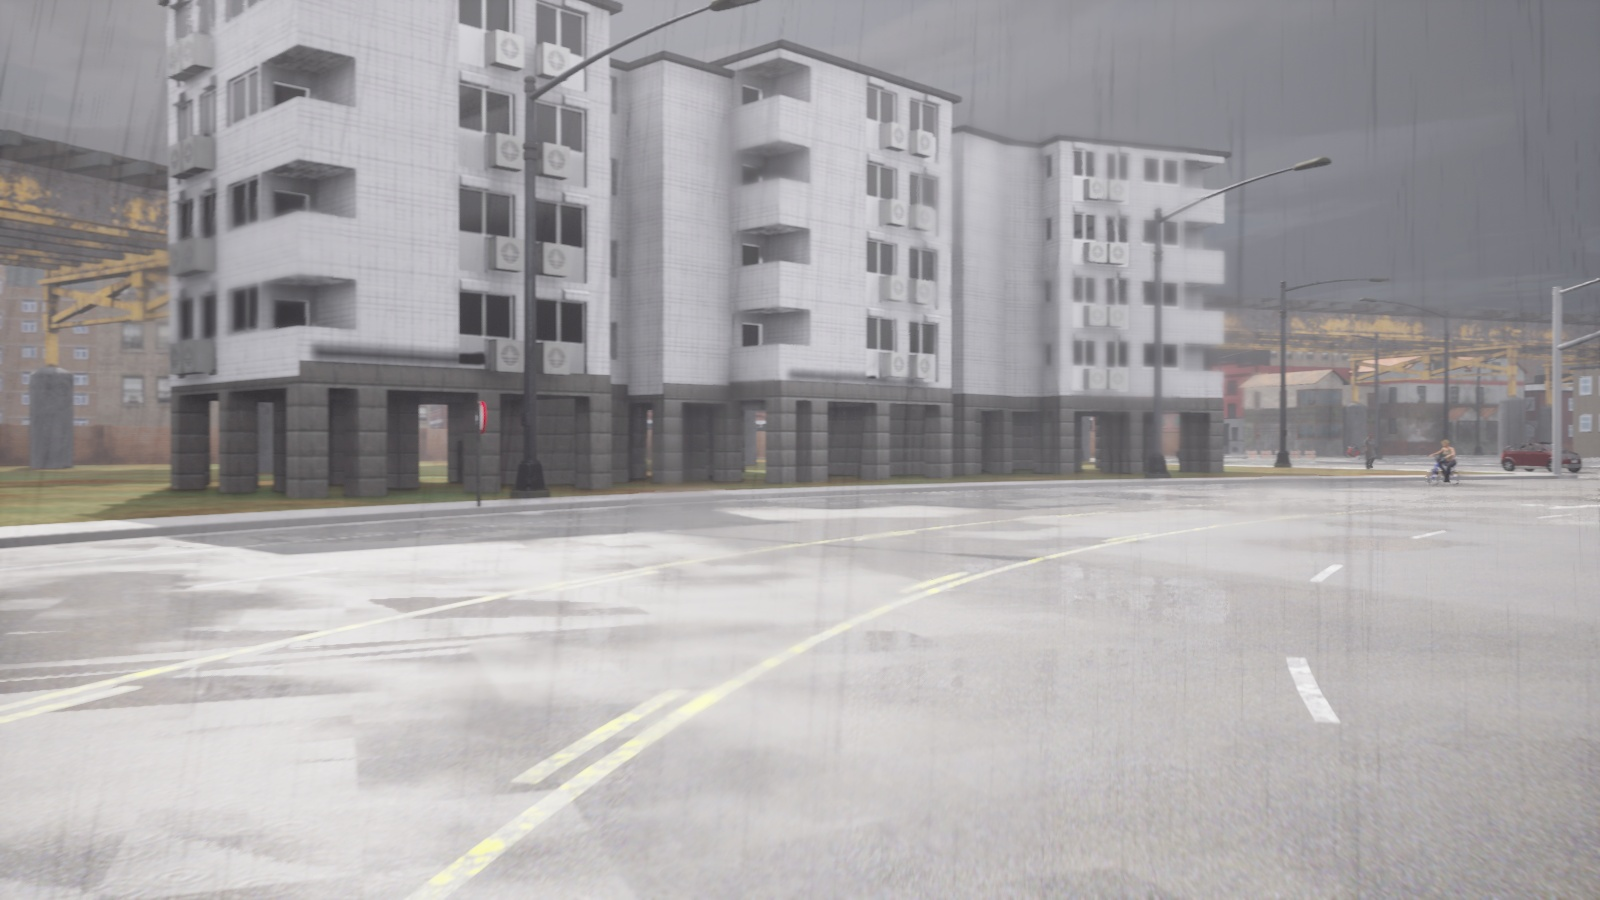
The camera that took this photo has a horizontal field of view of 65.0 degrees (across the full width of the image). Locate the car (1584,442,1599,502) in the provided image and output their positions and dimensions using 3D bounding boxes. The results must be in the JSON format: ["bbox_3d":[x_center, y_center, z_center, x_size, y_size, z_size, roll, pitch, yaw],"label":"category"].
[{"bbox_3d":[22.716,0.564,32.324,4.902,1.511,2.128,0,0,-28],"label":"car"}]

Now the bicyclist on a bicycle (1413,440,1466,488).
[{"bbox_3d":[22.195,0.479,43.602,1.509,1.612,0.866,0,1,-22],"label":"bicyclist on a bicycle"}]

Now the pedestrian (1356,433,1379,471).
[{"bbox_3d":[29.137,0.095,64.492,0.659,1.952,0.873,0,0,-13],"label":"pedestrian"}]

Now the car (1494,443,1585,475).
[{"bbox_3d":[37.828,0.434,64.335,1.789,1.549,3.705,0,0,-21],"label":"car"}]
